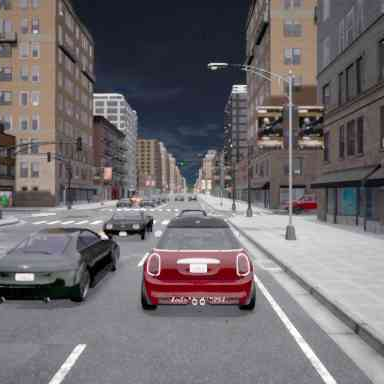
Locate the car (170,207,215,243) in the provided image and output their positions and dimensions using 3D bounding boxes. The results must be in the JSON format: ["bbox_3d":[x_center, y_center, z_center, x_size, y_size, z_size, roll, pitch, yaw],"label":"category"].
[{"bbox_3d":[0.060,1.563,16.858,1.994,1.385,4.181,0,0,1],"label":"car"}]

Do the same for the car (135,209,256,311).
[{"bbox_3d":[0.122,1.351,7.936,2.097,1.767,4.553,0,0,0],"label":"car"}]

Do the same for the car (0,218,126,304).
[{"bbox_3d":[-3.126,1.563,8.231,1.994,1.385,4.181,0,0,0],"label":"car"}]

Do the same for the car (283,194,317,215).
[{"bbox_3d":[12.362,1.256,34.432,5.566,2.045,2.150,0,0,0],"label":"car"}]

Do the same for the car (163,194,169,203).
[{"bbox_3d":[-6.325,1.490,67.759,1.837,1.490,4.892,0,0,0],"label":"car"}]

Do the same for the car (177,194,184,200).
[{"bbox_3d":[-3.001,1.370,88.254,1.812,1.442,4.674,0,0,0],"label":"car"}]

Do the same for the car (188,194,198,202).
[{"bbox_3d":[0.221,1.333,78.212,2.097,1.767,4.553,0,0,0],"label":"car"}]

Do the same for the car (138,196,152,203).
[{"bbox_3d":[-9.571,1.532,67.701,2.033,1.411,5.357,0,0,0],"label":"car"}]

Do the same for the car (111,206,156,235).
[{"bbox_3d":[-3.103,1.600,17.260,1.895,1.301,4.718,0,0,0],"label":"car"}]

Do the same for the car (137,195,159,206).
[{"bbox_3d":[-6.456,1.556,49.313,1.994,1.385,4.181,0,0,0],"label":"car"}]

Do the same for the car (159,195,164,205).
[{"bbox_3d":[-6.418,1.553,57.711,1.994,1.385,4.181,0,0,0],"label":"car"}]

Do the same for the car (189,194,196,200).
[{"bbox_3d":[0.250,1.370,88.245,1.812,1.442,4.674,0,0,0],"label":"car"}]

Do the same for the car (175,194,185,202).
[{"bbox_3d":[-3.029,1.530,78.251,1.994,1.385,4.181,0,0,0],"label":"car"}]

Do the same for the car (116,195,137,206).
[{"bbox_3d":[-9.713,1.556,48.701,1.994,1.385,4.181,0,0,0],"label":"car"}]

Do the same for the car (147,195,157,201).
[{"bbox_3d":[-9.526,1.461,79.136,1.812,1.442,4.674,0,0,0],"label":"car"}]
